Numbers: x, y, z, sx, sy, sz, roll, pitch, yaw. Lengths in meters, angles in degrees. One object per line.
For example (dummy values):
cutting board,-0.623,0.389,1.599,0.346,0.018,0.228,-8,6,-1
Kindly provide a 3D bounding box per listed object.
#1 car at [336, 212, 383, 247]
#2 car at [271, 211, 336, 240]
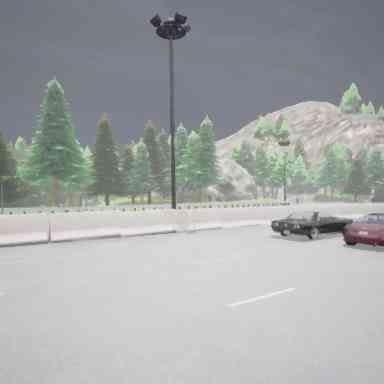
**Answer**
car,8.286,1.564,14.088,4.181,1.385,1.994,0,0,-36
car,6.270,1.608,16.949,4.718,1.301,1.895,0,0,-36
